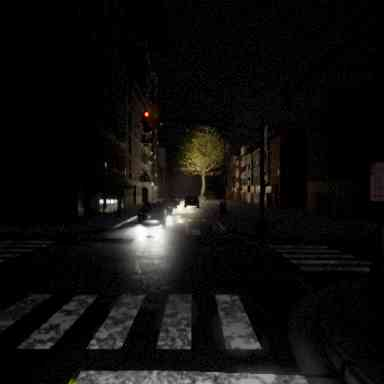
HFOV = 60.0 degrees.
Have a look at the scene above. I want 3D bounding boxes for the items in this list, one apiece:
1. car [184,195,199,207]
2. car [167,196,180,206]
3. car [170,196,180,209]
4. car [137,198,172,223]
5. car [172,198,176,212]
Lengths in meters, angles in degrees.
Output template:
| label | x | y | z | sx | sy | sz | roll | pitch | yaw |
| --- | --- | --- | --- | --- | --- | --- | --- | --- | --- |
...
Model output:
| label | x | y | z | sx | sy | sz | roll | pitch | yaw |
| --- | --- | --- | --- | --- | --- | --- | --- | --- | --- |
| car | -0.036 | 1.275 | 49.016 | 2.097 | 1.767 | 4.553 | 0 | 0 | 0 |
| car | -2.899 | 1.423 | 53.883 | 1.837 | 1.490 | 4.892 | 0 | 0 | 0 |
| car | -2.936 | 1.495 | 43.559 | 1.994 | 1.385 | 4.181 | 0 | 0 | 0 |
| car | -2.914 | 1.451 | 25.163 | 2.128 | 1.511 | 4.902 | 0 | 0 | 0 |
| car | -2.942 | 1.545 | 34.373 | 1.895 | 1.301 | 4.718 | 0 | 0 | 0 |
